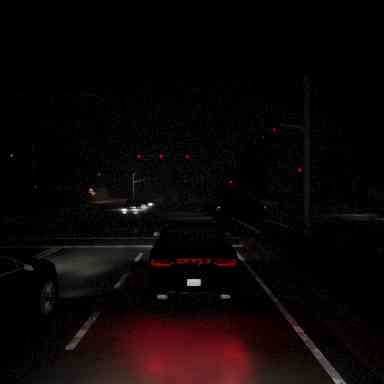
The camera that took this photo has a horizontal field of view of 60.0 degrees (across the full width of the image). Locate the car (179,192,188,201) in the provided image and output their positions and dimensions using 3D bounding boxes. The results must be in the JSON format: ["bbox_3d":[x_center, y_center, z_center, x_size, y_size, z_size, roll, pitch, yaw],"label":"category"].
[{"bbox_3d":[-2.208,1.139,85.378,2.150,2.045,5.566,0,0,-1],"label":"car"}]

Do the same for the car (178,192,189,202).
[{"bbox_3d":[-1.933,1.219,74.774,2.150,2.045,5.566,0,0,-1],"label":"car"}]

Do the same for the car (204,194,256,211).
[{"bbox_3d":[4.059,1.223,33.228,5.566,2.045,2.150,0,0,14],"label":"car"}]

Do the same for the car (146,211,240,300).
[{"bbox_3d":[0.000,1.478,8.461,1.882,1.535,5.008,0,0,-1],"label":"car"}]

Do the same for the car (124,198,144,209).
[{"bbox_3d":[-8.285,1.526,46.500,1.812,1.442,4.674,0,0,-1],"label":"car"}]

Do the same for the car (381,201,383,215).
[{"bbox_3d":[21.461,1.601,32.739,4.718,1.301,1.895,0,0,-2],"label":"car"}]

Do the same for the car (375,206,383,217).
[{"bbox_3d":[18.785,1.477,29.161,5.008,1.535,1.882,0,0,-2],"label":"car"}]

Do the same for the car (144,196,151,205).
[{"bbox_3d":[-8.540,1.601,56.381,1.895,1.301,4.718,0,0,-1],"label":"car"}]

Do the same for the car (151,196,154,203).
[{"bbox_3d":[-8.761,1.492,67.449,2.128,1.511,4.902,0,0,-1],"label":"car"}]

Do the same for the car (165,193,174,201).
[{"bbox_3d":[-5.705,1.270,85.229,2.097,1.767,4.553,0,0,-1],"label":"car"}]

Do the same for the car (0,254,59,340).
[{"bbox_3d":[-3.468,1.492,4.469,2.128,1.511,4.902,0,0,0],"label":"car"}]

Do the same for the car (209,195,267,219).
[{"bbox_3d":[4.066,1.351,28.682,4.553,1.767,2.097,0,0,-3],"label":"car"}]

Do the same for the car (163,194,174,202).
[{"bbox_3d":[-5.430,1.533,74.624,2.033,1.411,5.357,0,0,-1],"label":"car"}]
